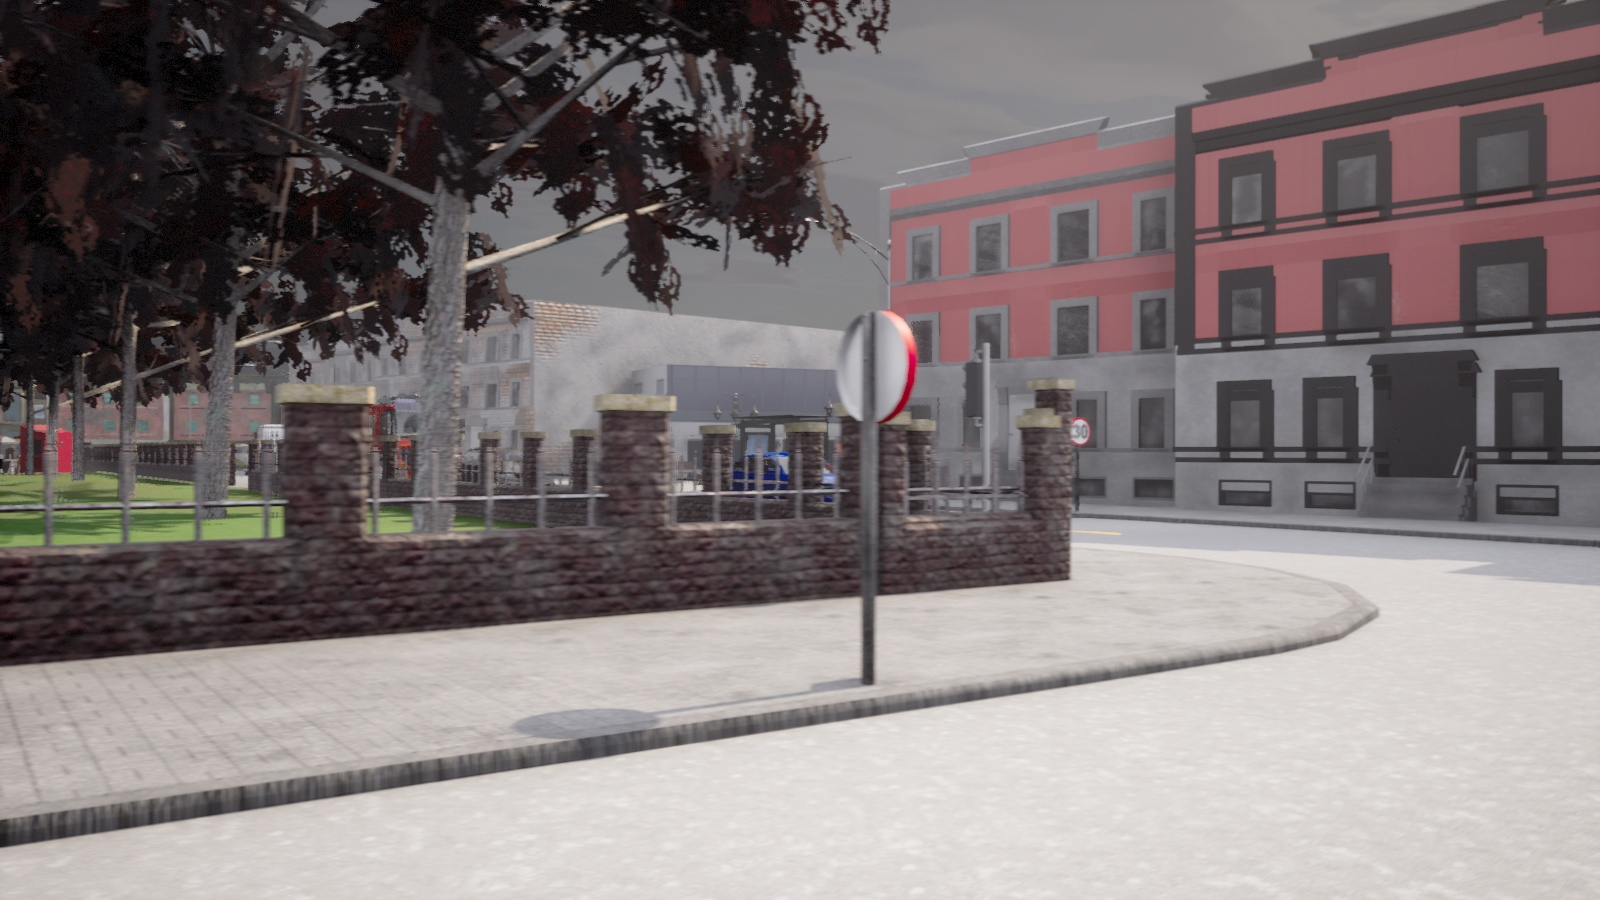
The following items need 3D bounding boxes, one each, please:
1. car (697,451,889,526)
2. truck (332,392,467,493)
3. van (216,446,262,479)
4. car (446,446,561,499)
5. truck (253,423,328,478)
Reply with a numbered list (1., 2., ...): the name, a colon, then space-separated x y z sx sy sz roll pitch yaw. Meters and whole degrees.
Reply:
1. car: -0.275 0.792 28.381 1.882 1.535 5.008 0 0 -34
2. truck: -16.673 -0.258 51.832 2.891 3.827 8.468 0 0 -35
3. van: -34.726 0.761 77.629 1.775 1.987 4.442 0 0 -35
4. car: -10.073 0.714 42.387 2.242 1.667 4.611 0 0 -35
5. truck: -33.911 0.039 83.438 2.891 3.462 7.936 0 0 -35
